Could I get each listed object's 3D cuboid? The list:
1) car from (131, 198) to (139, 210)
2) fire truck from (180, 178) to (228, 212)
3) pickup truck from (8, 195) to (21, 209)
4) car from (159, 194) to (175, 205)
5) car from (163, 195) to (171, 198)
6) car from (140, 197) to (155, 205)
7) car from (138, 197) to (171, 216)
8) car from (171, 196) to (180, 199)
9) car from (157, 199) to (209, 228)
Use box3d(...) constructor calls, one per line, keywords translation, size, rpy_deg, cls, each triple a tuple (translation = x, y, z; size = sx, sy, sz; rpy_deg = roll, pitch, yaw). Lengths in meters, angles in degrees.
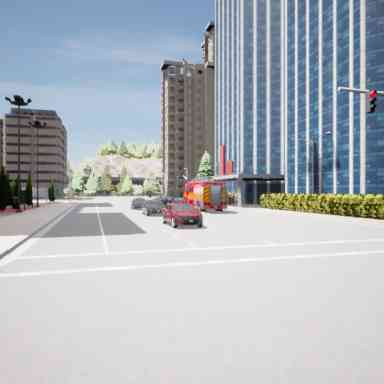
box3d(translation=(-6.734, 1.505, 42.509), size=(1.837, 1.490, 4.892), rpy_deg=(0, 0, -16), cls="car")
box3d(translation=(1.397, 0.342, 40.046), size=(2.891, 3.827, 8.468), rpy_deg=(0, 0, -17), cls="fire truck")
box3d(translation=(-22.803, 1.059, 38.506), size=(2.390, 2.098, 6.274), rpy_deg=(0, 0, 14), cls="pickup truck")
box3d(translation=(-4.540, 1.352, 59.938), size=(2.097, 1.767, 4.553), rpy_deg=(0, 0, -17), cls="car")
box3d(translation=(-4.919, 1.505, 49.139), size=(1.837, 1.490, 4.892), rpy_deg=(0, 0, -16), cls="car")
box3d(translation=(-7.912, 1.601, 58.997), size=(1.895, 1.301, 4.718), rpy_deg=(0, 0, -17), cls="car")
box3d(translation=(-3.714, 1.505, 32.310), size=(1.837, 1.490, 4.892), rpy_deg=(0, 0, -16), cls="car")
box3d(translation=(-1.714, 1.547, 50.658), size=(2.033, 1.411, 5.357), rpy_deg=(0, 0, -16), cls="car")
box3d(translation=(-0.753, 1.478, 22.355), size=(1.882, 1.535, 5.008), rpy_deg=(0, 0, -17), cls="car")
